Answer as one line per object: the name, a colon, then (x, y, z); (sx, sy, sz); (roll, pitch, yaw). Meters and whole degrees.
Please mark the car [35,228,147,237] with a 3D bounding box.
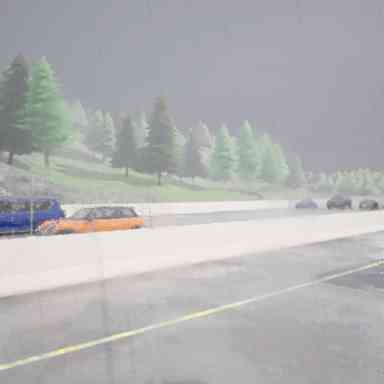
car: (-4.219, 1.389, 14.115); (4.553, 1.767, 2.097); (0, 0, -37)
